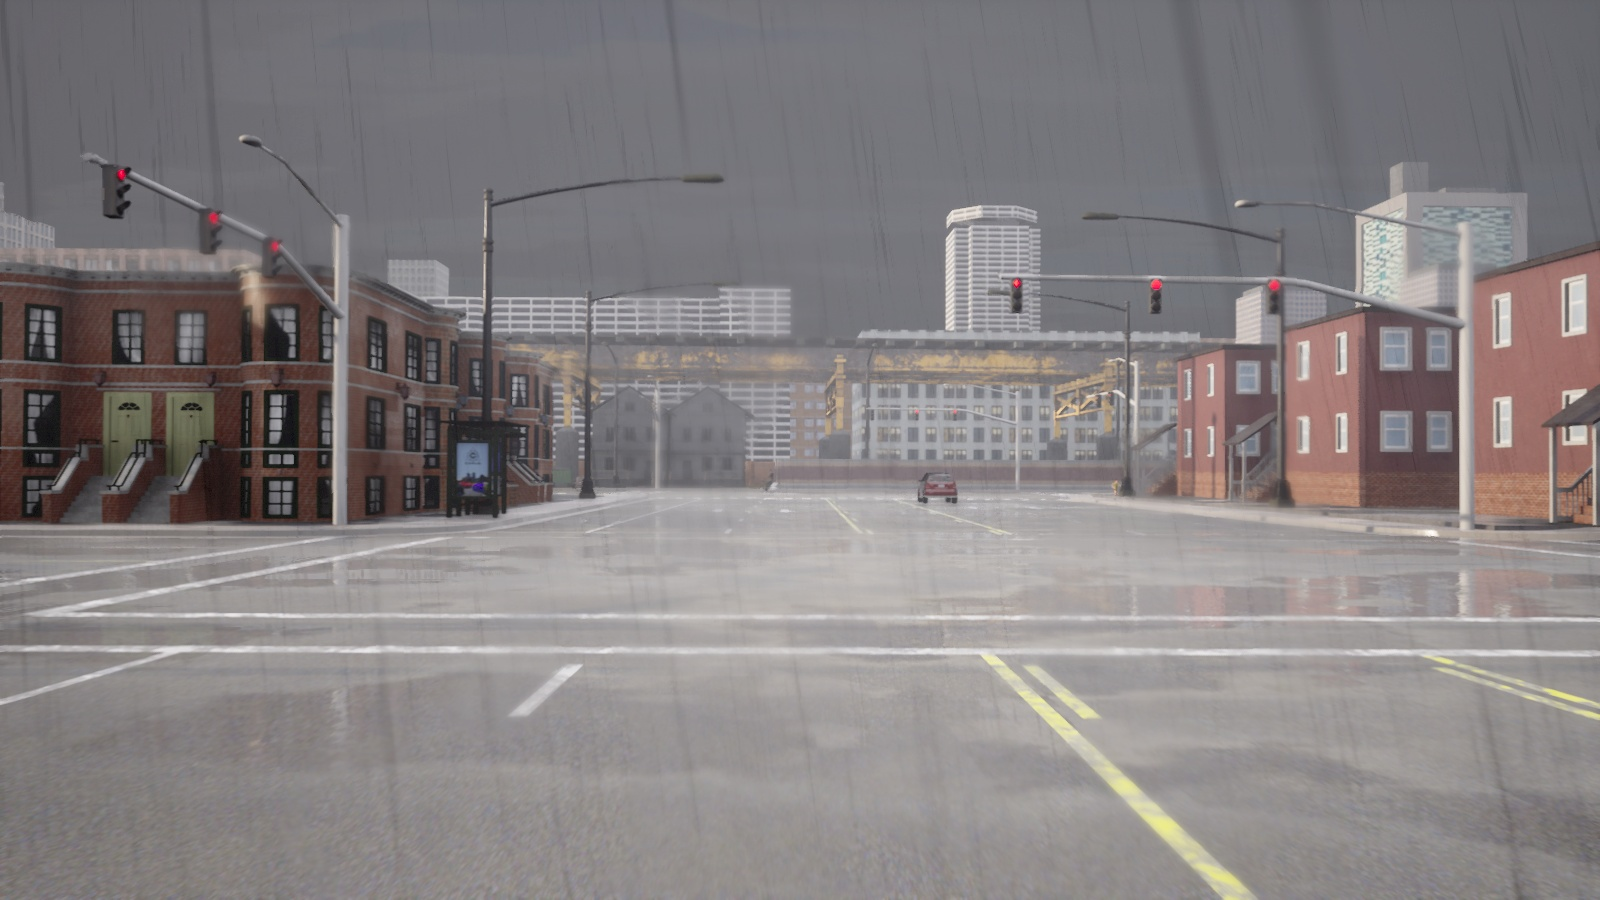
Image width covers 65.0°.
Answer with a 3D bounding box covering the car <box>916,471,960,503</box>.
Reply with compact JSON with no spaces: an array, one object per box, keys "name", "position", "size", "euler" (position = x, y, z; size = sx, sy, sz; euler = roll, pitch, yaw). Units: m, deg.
[{"name":"car","position":[6.847,1.816,62.748],"size":[1.789,1.549,3.705],"euler":[0,-1,0]}]
